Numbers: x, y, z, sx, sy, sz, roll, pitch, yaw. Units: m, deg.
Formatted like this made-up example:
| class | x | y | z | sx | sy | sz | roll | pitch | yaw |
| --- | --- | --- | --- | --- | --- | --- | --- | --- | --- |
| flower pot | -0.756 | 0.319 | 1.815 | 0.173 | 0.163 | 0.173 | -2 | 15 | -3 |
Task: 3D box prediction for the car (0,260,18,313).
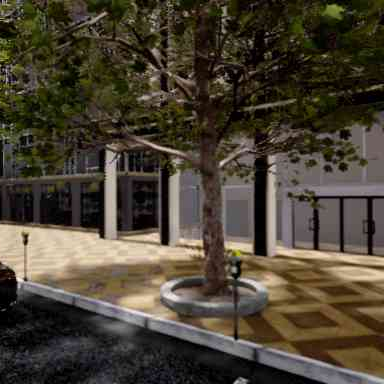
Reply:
| class | x | y | z | sx | sy | sz | roll | pitch | yaw |
| --- | --- | --- | --- | --- | --- | --- | --- | --- | --- |
| car | -5.106 | 1.627 | 6.512 | 4.403 | 1.369 | 2.008 | -1 | 0 | 35 |
